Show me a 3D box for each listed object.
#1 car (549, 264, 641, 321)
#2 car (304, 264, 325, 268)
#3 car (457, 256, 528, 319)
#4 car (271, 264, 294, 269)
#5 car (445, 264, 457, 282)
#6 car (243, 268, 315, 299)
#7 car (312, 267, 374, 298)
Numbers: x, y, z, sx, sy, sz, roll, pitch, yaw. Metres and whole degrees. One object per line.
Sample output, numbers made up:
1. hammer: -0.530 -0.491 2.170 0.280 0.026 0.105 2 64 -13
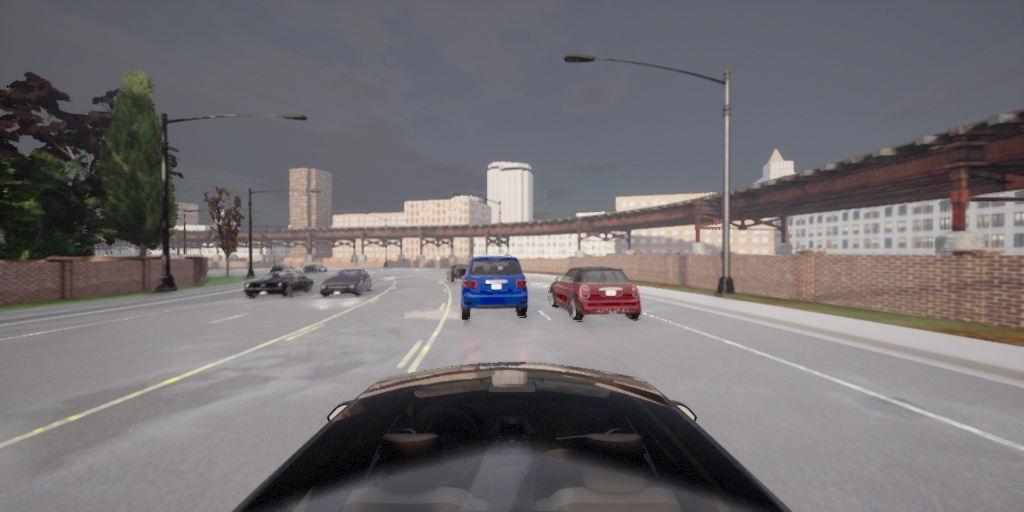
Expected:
1. car: 2.737 1.139 12.833 2.097 1.767 4.553 0 0 -6
2. car: -30.532 1.927 55.758 4.902 1.511 2.128 -1 0 37
3. car: -0.780 1.027 13.352 2.150 2.045 5.566 0 0 -7
4. car: -34.534 2.016 54.260 4.902 1.511 2.128 -1 0 34
5. car: -4.648 1.452 31.319 1.837 1.490 4.892 0 0 -18
6. car: -12.604 1.522 19.691 1.895 1.301 4.718 0 0 -12
7. car: -9.144 1.451 20.288 2.033 1.411 5.357 0 0 -12
